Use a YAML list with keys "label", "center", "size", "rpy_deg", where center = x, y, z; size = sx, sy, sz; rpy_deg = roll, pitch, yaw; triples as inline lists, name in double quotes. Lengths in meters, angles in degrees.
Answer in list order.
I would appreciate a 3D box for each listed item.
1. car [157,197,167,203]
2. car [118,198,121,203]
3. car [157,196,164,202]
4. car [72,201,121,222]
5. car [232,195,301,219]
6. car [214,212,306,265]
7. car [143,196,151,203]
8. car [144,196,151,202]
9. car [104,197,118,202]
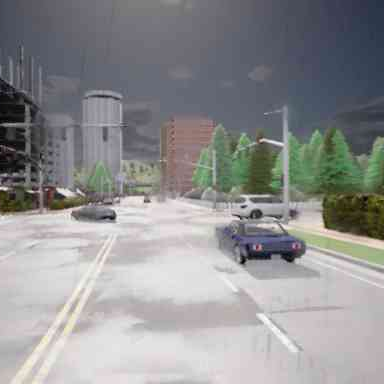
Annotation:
- label: "car"
  center: [-7.280, 1.931, 80.471]
  size: [1.812, 1.442, 4.674]
  rpy_deg: [0, 0, -8]
- label: "car"
  center: [-17.192, 1.988, 75.468]
  size: [2.128, 1.511, 4.902]
  rpy_deg: [0, 0, -8]
- label: "car"
  center: [-8.490, 1.883, 89.287]
  size: [1.895, 1.301, 4.718]
  rpy_deg: [0, 0, -8]
- label: "car"
  center: [-8.378, 1.752, 28.265]
  size: [4.181, 1.385, 1.994]
  rpy_deg: [-1, -1, 38]
- label: "car"
  center: [5.968, 1.297, 26.680]
  size: [5.566, 2.045, 2.150]
  rpy_deg: [0, -2, -19]
- label: "car"
  center: [2.137, 1.639, 11.943]
  size: [1.895, 1.301, 4.718]
  rpy_deg: [0, 0, -9]
- label: "car"
  center: [-10.704, 2.023, 79.680]
  size: [1.895, 1.301, 4.718]
  rpy_deg: [0, 0, -8]
- label: "car"
  center: [-11.954, 1.811, 88.783]
  size: [1.837, 1.490, 4.892]
  rpy_deg: [0, 0, -8]
- label: "car"
  center: [-15.107, 1.926, 60.086]
  size: [2.033, 1.411, 5.357]
  rpy_deg: [0, 0, -7]
